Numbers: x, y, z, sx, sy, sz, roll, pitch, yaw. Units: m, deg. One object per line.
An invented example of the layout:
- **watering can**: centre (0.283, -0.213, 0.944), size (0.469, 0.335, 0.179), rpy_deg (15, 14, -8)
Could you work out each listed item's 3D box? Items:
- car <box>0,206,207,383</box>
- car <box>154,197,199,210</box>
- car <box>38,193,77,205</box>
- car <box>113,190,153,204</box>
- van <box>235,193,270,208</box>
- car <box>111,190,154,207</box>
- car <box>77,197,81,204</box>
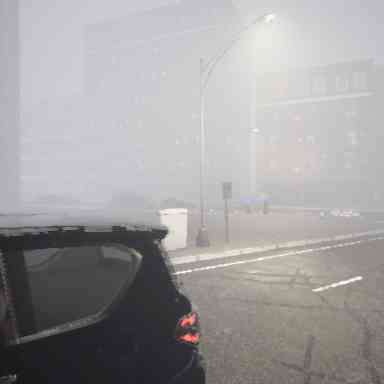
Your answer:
- **car**: centre (-2.485, 1.221, 1.922), size (5.566, 2.045, 2.150), rpy_deg (0, 0, -36)
- **car**: centre (-1.341, 1.171, 34.145), size (4.206, 1.307, 1.802), rpy_deg (1, 0, 23)
- **car**: centre (-16.850, 0.852, 40.862), size (4.507, 1.381, 1.887), rpy_deg (1, 0, 23)
- **car**: centre (-8.248, 0.676, 46.272), size (5.009, 1.841, 2.192), rpy_deg (1, 0, 23)
- **van**: centre (7.256, 0.980, 39.558), size (3.998, 1.788, 1.690), rpy_deg (1, 0, 23)
- **car**: centre (-6.503, 0.811, 36.385), size (5.009, 1.841, 2.192), rpy_deg (1, 0, 23)
- **car**: centre (-16.632, 0.843, 43.602), size (4.181, 1.385, 1.994), rpy_deg (1, 1, 24)
